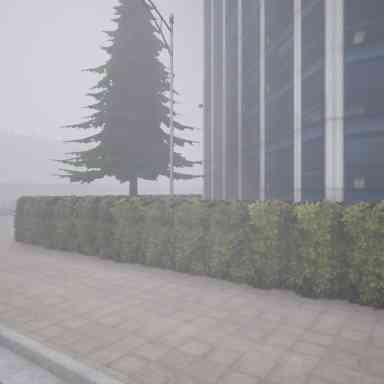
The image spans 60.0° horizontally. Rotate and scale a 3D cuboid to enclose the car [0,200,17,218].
[{"bbox_3d":[-15.562,1.436,26.763,2.128,1.511,4.902,0,0,35],"label":"car"}]
